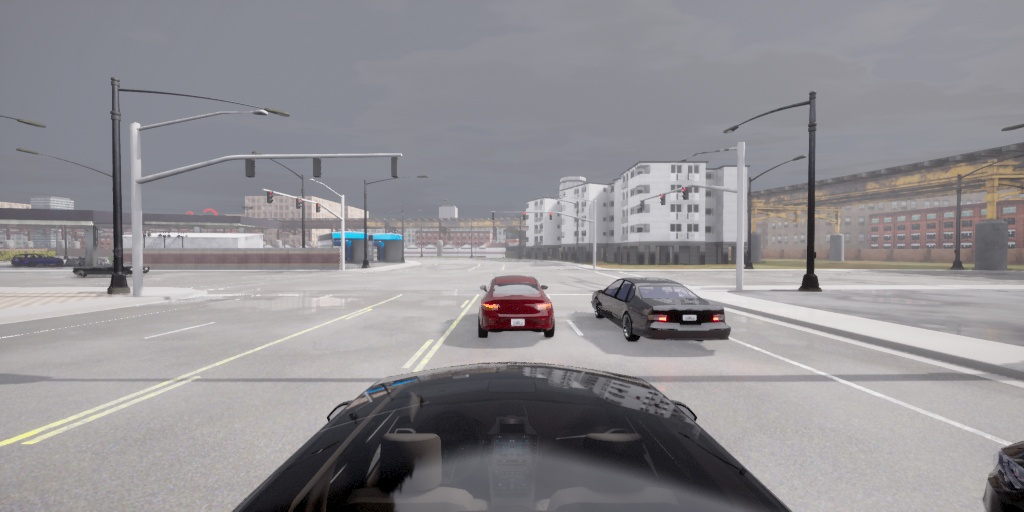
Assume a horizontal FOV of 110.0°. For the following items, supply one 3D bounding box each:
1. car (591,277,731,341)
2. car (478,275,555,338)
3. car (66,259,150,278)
[{"bbox_3d":[3.578,1.283,9.743,2.033,1.411,5.357,0,0,0],"label":"car"},{"bbox_3d":[0.067,1.256,10.026,1.812,1.442,4.674,0,0,-1],"label":"car"},{"bbox_3d":[-33.749,1.136,30.202,4.718,1.301,1.895,0,1,-1],"label":"car"}]
